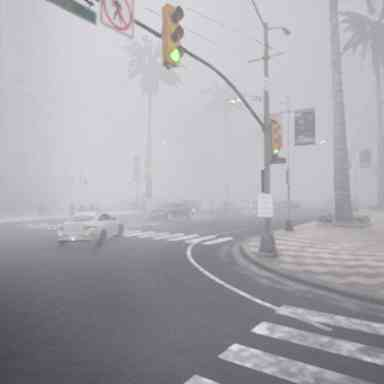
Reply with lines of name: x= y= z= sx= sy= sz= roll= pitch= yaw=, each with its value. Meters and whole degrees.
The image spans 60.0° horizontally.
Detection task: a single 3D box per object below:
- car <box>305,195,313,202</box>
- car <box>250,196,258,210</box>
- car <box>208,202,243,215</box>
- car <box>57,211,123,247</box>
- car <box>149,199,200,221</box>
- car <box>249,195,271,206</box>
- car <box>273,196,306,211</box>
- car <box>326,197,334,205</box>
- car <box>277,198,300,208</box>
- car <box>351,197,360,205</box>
car: x=29.053 y=1.624 z=83.543 sx=2.231 sy=1.521 sz=4.892 roll=-1 pitch=0 yaw=35
car: x=9.482 y=1.469 z=44.538 sx=2.097 sy=1.767 sz=4.553 roll=-1 pitch=0 yaw=36
car: x=3.707 y=1.724 z=36.503 sx=1.895 sy=1.301 sz=4.718 roll=-1 pitch=0 yaw=36
car: x=-4.627 y=1.620 z=15.492 sx=1.812 sy=1.442 sz=4.674 roll=-1 pitch=0 yaw=2
car: x=-1.699 y=1.635 z=28.974 sx=1.837 sy=1.490 sz=4.892 roll=-1 pitch=0 yaw=36
car: x=12.177 y=1.514 z=59.499 sx=2.185 sy=1.767 sz=4.553 roll=-1 pitch=0 yaw=35
car: x=12.288 y=1.635 z=42.107 sx=2.033 sy=1.411 sz=5.357 roll=-1 pitch=0 yaw=36
car: x=26.543 y=1.634 z=62.222 sx=1.994 sy=1.385 sz=4.181 roll=-1 pitch=-1 yaw=35
car: x=15.336 y=1.711 z=52.628 sx=1.895 sy=1.301 sz=4.718 roll=-1 pitch=0 yaw=36
car: x=28.382 y=1.571 z=58.730 sx=1.812 sy=1.442 sz=4.674 roll=-1 pitch=0 yaw=35
